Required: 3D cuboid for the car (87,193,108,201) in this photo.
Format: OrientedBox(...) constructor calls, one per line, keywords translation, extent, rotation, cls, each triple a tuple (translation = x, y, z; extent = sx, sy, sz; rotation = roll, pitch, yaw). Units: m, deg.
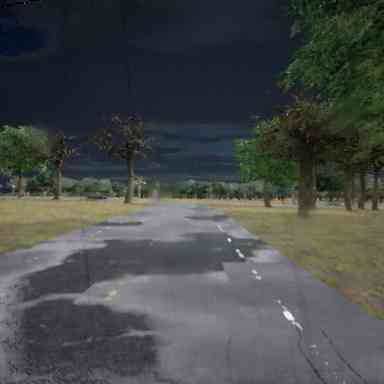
OrientedBox(translation=(-25.406, 1.408, 92.127), extent=(5.566, 2.045, 2.150), rotation=(2, 0, 0), cls="car")
